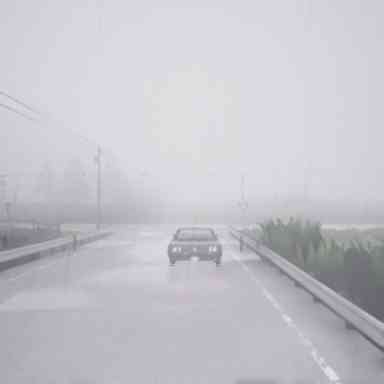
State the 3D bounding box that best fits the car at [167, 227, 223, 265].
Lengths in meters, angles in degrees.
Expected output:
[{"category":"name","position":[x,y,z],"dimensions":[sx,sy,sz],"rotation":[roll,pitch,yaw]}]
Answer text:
[{"category":"car","position":[0.134,2.057,13.322],"dimensions":[1.895,1.301,4.718],"rotation":[0,-3,1]}]
